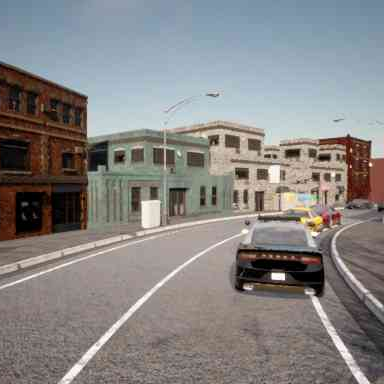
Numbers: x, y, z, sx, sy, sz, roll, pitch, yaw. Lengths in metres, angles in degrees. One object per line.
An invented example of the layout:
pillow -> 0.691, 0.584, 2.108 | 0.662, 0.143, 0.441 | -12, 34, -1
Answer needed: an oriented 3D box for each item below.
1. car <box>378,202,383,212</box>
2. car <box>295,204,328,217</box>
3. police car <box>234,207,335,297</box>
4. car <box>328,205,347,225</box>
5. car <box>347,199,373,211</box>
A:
car -> 24.048, 1.684, 40.147 | 4.181, 1.385, 1.994 | 0, 1, -44
car -> 5.796, 1.471, 17.656 | 1.801, 1.575, 5.366 | 1, 0, 28
police car -> 2.323, 1.428, 8.912 | 1.930, 1.638, 5.238 | 0, 0, 15
car -> 8.690, 1.558, 22.248 | 1.812, 1.442, 4.674 | 1, 0, 36
car -> 21.585, 1.616, 42.680 | 5.357, 1.411, 2.033 | 0, 1, -45
